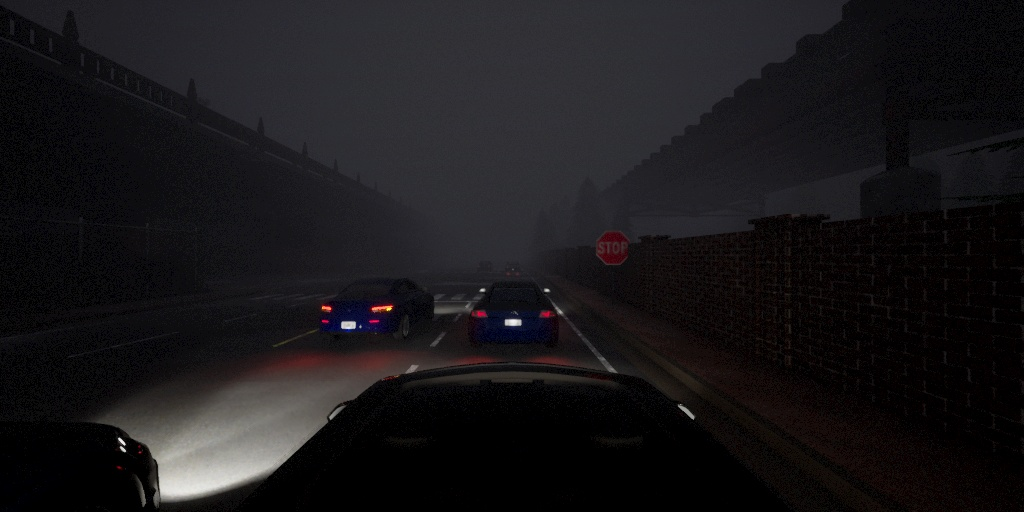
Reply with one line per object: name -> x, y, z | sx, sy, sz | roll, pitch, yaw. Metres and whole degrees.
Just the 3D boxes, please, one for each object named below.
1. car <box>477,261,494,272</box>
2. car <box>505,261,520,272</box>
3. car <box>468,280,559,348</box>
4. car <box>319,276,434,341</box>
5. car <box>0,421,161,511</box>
car -> -3.410, 1.297, 45.908 | 2.033, 1.411, 5.357 | 0, 0, -1
car -> 0.085, 1.351, 46.076 | 1.895, 1.301, 4.718 | 0, 0, -1
car -> 0.067, 1.314, 9.258 | 1.994, 1.385, 4.181 | 0, 0, 1
car -> -3.415, 1.276, 9.779 | 1.812, 1.442, 4.674 | 0, 0, 0
car -> -3.398, 1.314, 0.683 | 1.994, 1.385, 4.181 | 0, 0, 0
